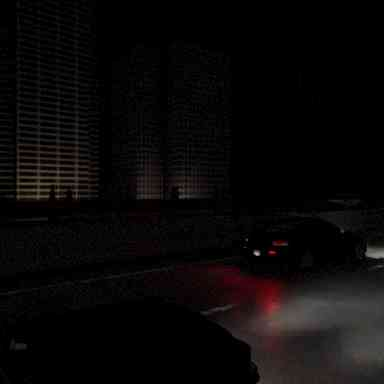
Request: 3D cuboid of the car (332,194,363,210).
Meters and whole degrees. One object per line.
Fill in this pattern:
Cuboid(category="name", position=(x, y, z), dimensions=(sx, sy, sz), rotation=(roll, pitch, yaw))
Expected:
Cuboid(category="car", position=(17.061, 1.236, 37.641), dimensions=(5.566, 2.045, 2.150), rotation=(0, 0, -35))

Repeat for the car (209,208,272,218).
Cuboid(category="car", position=(3.185, 1.607, 19.159), dimensions=(4.718, 1.301, 1.895), rotation=(0, 0, -35))

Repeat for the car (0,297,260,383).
Cuboid(category="car", position=(-1.705, 1.601, 2.532), dimensions=(4.718, 1.301, 1.895), rotation=(0, 0, -35))

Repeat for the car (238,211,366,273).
Cuboid(category="car", position=(3.696, 1.530, 10.680), dimensions=(4.674, 1.442, 1.812), rotation=(0, 0, -35))

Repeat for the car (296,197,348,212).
Cuboid(category="car", position=(11.208, 1.489, 29.176), dimensions=(5.008, 1.535, 1.882), rotation=(0, 0, -35))
